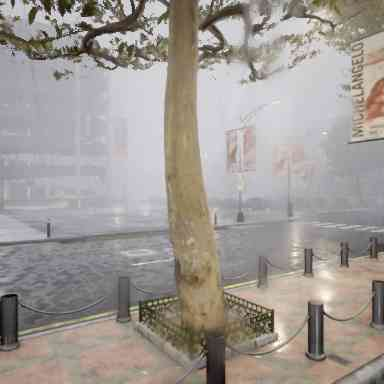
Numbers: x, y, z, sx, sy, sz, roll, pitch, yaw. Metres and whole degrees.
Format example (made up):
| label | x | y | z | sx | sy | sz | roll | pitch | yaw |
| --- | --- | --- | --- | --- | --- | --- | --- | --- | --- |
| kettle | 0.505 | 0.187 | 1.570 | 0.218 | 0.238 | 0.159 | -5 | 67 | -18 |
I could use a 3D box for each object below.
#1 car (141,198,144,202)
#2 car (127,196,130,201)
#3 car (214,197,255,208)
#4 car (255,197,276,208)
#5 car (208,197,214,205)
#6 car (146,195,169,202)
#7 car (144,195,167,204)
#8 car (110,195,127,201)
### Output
| label | x | y | z | sx | sy | sz | roll | pitch | yaw |
| --- | --- | --- | --- | --- | --- | --- | --- | --- | --- |
| car | -8.956 | 1.478 | 73.872 | 5.008 | 1.535 | 1.882 | 0 | 0 | 30 |
| car | -17.525 | 1.440 | 81.099 | 4.892 | 1.490 | 1.837 | 0 | 0 | 12 |
| car | 5.980 | 1.547 | 47.423 | 2.033 | 1.411 | 5.357 | 0 | 0 | -35 |
| car | 9.825 | 1.505 | 48.023 | 1.837 | 1.490 | 4.892 | 0 | 0 | -36 |
| car | 4.178 | 1.547 | 55.966 | 2.033 | 1.411 | 5.357 | 0 | 0 | -36 |
| car | -7.932 | 1.525 | 77.283 | 4.902 | 1.511 | 2.128 | 0 | 0 | 26 |
| car | -6.308 | 1.503 | 62.948 | 4.892 | 1.490 | 1.837 | 1 | 0 | 42 |
| car | -18.488 | 1.427 | 77.735 | 5.008 | 1.535 | 1.882 | 0 | 0 | 12 |
